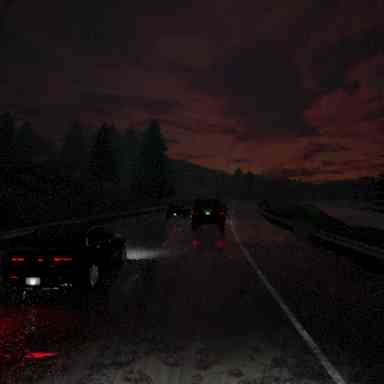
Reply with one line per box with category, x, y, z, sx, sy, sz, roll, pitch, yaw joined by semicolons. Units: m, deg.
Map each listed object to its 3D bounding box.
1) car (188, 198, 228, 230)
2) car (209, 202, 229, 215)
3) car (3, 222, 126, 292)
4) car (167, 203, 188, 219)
car;1.227;1.459;23.381;2.150;2.045;5.566;0;-1;5
car;3.438;1.969;41.416;2.033;1.411;5.357;0;-1;9
car;-3.157;1.595;9.208;1.837;1.490;4.892;0;-1;2
car;-1.267;1.835;32.889;1.837;1.490;4.892;0;-1;7
